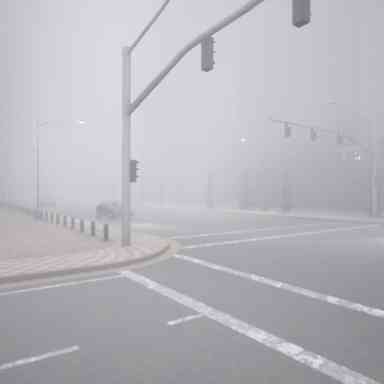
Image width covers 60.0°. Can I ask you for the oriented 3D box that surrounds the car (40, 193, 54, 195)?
[{"bbox_3d":[-37.348,1.228,83.967,2.150,2.045,5.566,0,0,-35],"label":"car"}]

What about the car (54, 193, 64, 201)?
[{"bbox_3d":[-34.692,1.539,86.278,1.812,1.442,4.674,0,0,-35],"label":"car"}]

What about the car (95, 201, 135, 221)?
[{"bbox_3d":[-6.257,1.470,26.694,2.128,1.511,4.902,0,0,-35],"label":"car"}]

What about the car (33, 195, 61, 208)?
[{"bbox_3d":[-21.100,1.528,48.194,2.033,1.411,5.357,0,0,-34],"label":"car"}]
